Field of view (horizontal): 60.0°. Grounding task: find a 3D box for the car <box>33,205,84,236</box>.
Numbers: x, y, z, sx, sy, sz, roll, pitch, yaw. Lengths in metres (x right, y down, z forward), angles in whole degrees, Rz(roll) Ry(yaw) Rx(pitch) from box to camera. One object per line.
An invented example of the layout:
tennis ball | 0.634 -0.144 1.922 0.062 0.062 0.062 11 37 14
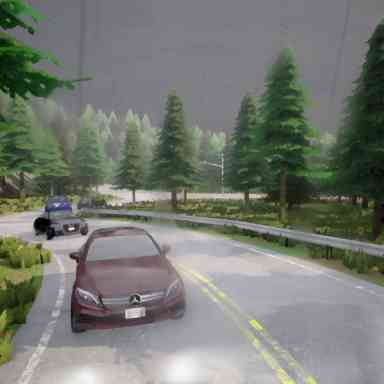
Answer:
car | -7.152 1.664 17.952 1.994 1.385 4.181 -4 2 -38

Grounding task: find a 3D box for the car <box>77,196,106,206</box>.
car | -12.756 1.289 42.827 2.097 1.767 4.553 2 2 13

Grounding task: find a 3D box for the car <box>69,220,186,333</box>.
car | -1.528 1.523 7.103 1.812 1.442 4.674 -2 0 -17

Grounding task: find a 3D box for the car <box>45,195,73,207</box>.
car | -12.891 1.326 32.235 2.150 2.045 5.566 -1 0 -18
